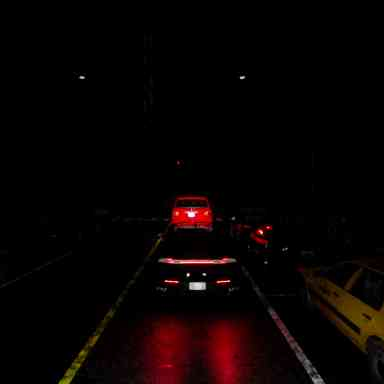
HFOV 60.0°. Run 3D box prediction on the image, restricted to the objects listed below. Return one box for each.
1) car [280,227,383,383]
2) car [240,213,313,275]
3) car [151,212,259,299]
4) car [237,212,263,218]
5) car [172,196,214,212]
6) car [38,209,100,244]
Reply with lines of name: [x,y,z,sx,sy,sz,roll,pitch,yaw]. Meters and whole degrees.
car: [2.864,1.524,4.857,1.752,1.417,4.829,-1,0,0]
car: [2.863,1.562,10.273,1.947,1.339,4.313,-1,0,0]
car: [0.096,1.489,8.445,2.128,1.511,4.902,0,0,0]
car: [2.861,1.576,15.859,1.802,1.307,4.206,-1,0,0]
car: [0.062,1.215,18.793,2.150,2.045,5.566,0,0,2]
car: [-5.684,1.539,15.853,1.887,1.381,4.507,-1,0,0]
